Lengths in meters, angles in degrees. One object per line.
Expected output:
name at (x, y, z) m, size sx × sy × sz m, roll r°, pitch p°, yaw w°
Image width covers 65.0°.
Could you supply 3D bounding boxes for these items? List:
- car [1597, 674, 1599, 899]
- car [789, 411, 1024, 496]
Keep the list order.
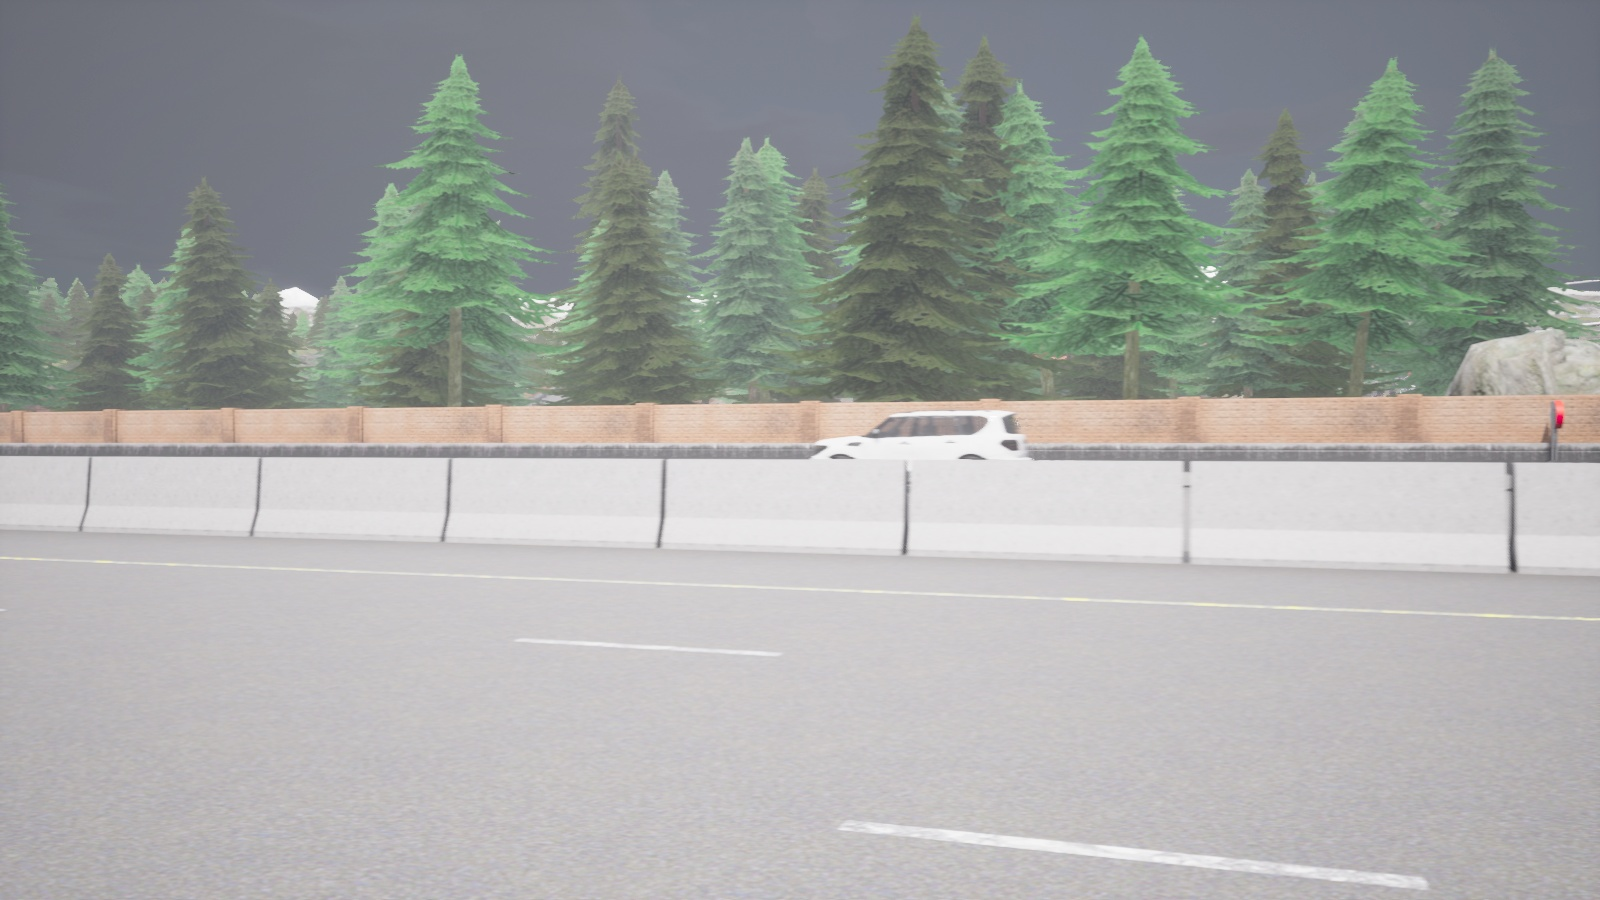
car at (3.730, 0.605, 1.935) m, size 3.866 × 1.878 × 1.905 m, roll 1°, pitch 1°, yaw 19°
car at (2.713, 0.046, 31.821) m, size 5.566 × 2.045 × 2.150 m, roll 1°, pitch 1°, yaw 18°
